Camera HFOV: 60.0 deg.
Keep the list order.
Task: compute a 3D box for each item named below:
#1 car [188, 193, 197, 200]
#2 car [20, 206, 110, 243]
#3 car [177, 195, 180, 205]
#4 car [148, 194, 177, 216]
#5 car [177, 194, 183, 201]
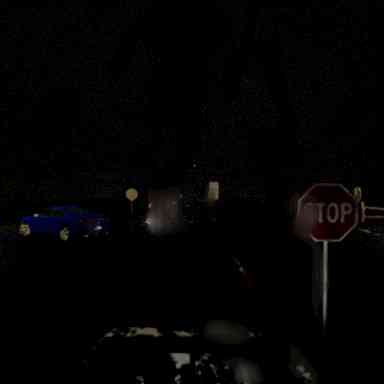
[{"bbox_3d":[0.145,1.005,72.275,1.837,1.490,4.892,0,0,0],"label":"car"},{"bbox_3d":[-6.123,1.392,15.752,5.008,1.535,1.882,0,0,33],"label":"car"},{"bbox_3d":[-2.768,1.345,39.276,1.895,1.301,4.718,0,0,0],"label":"car"},{"bbox_3d":[-2.735,1.160,29.945,2.097,1.767,4.553,0,0,-1],"label":"car"},{"bbox_3d":[-2.730,1.274,49.370,1.895,1.301,4.718,0,0,0],"label":"car"}]
